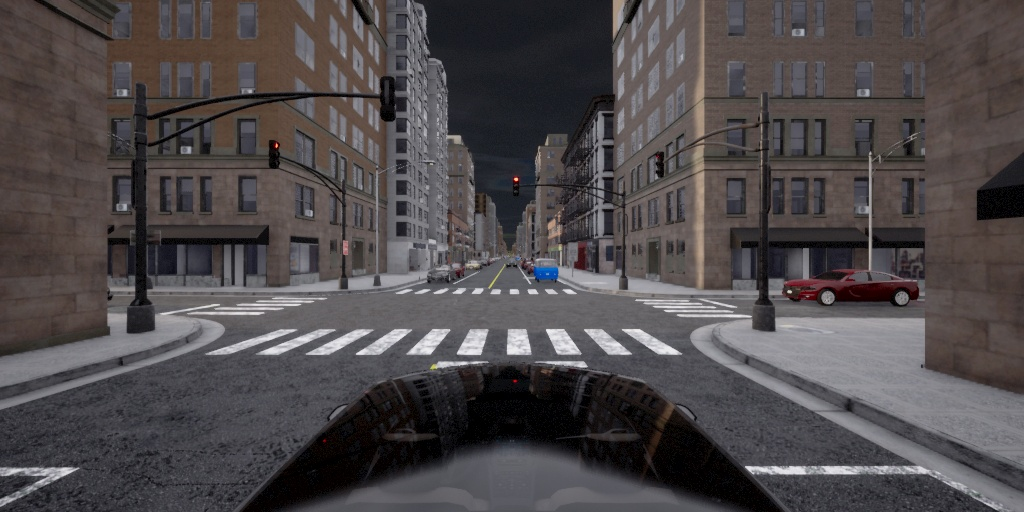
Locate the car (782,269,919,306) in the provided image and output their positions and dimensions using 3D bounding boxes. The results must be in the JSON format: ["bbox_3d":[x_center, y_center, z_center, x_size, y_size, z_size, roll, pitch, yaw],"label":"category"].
[{"bbox_3d":[14.788,1.326,15.848,5.008,1.535,1.882,0,0,1],"label":"car"}]

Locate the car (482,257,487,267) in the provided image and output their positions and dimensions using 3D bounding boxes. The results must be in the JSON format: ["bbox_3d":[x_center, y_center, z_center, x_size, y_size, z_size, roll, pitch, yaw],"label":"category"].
[{"bbox_3d":[-5.494,1.305,56.368,1.948,1.339,4.313,0,0,0],"label":"car"}]

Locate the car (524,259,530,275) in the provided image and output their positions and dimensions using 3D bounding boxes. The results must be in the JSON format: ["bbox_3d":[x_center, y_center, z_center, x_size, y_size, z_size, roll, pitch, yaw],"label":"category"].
[{"bbox_3d":[2.564,1.330,39.345,1.802,1.307,4.207,0,0,0],"label":"car"}]

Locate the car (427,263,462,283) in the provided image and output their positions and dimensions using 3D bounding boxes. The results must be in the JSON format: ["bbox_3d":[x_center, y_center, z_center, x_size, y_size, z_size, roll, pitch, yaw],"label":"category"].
[{"bbox_3d":[-5.439,1.299,27.958,2.007,1.370,4.403,0,0,0],"label":"car"}]

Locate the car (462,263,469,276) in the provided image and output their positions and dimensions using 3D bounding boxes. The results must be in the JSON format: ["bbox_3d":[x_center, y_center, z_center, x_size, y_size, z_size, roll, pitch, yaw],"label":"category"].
[{"bbox_3d":[-5.450,1.293,33.640,1.888,1.381,4.507,0,0,0],"label":"car"}]

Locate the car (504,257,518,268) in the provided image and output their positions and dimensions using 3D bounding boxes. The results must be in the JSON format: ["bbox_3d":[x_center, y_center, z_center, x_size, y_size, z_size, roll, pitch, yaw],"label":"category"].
[{"bbox_3d":[-0.017,1.338,60.525,1.895,1.301,4.718,0,0,0],"label":"car"}]

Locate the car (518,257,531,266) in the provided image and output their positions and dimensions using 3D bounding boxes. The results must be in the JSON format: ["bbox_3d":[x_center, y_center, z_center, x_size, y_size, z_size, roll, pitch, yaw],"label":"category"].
[{"bbox_3d":[2.531,1.054,56.390,2.192,1.841,5.009,0,0,0],"label":"car"}]

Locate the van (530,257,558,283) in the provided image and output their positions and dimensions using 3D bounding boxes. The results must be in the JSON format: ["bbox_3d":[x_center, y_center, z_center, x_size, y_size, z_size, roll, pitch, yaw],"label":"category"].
[{"bbox_3d":[2.586,1.089,27.982,1.690,1.789,3.998,0,0,0],"label":"van"}]

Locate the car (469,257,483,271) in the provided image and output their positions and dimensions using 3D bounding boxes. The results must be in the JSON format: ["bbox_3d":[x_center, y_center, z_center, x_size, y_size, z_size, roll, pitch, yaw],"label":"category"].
[{"bbox_3d":[-5.483,1.269,50.516,1.751,1.417,4.829,0,0,0],"label":"car"}]

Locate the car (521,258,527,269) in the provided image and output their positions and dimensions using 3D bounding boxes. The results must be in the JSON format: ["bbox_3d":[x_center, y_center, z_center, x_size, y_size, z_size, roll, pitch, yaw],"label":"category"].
[{"bbox_3d":[2.542,1.326,50.708,1.802,1.307,4.207,0,0,0],"label":"car"}]

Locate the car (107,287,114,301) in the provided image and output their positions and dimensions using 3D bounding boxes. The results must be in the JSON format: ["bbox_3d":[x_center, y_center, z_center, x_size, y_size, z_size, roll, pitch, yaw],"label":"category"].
[{"bbox_3d":[-17.752,1.198,12.787,5.357,1.411,2.033,0,0,0],"label":"car"}]
